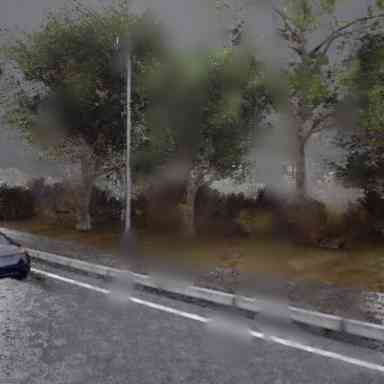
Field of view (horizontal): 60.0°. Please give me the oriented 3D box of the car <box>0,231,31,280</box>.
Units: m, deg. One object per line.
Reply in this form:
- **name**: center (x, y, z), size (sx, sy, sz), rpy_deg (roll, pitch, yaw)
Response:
- **car**: center (-6.149, 1.592, 9.017), size (4.181, 1.385, 1.994), rpy_deg (0, 0, 40)
